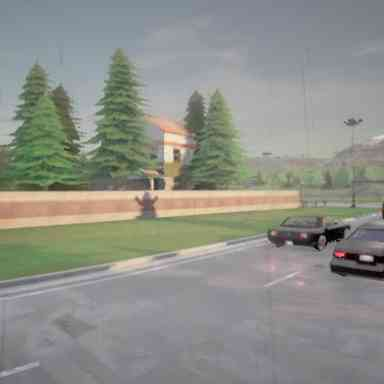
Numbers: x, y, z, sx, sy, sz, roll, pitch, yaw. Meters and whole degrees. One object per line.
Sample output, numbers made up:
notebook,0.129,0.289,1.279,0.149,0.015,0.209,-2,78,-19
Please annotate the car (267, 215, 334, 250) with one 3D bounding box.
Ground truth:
car,5.184,1.630,14.216,1.895,1.301,4.718,-1,-1,43

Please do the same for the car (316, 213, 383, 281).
car,5.620,1.540,9.415,2.033,1.411,5.357,-1,-1,42

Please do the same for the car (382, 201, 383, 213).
car,17.462,1.177,27.620,2.150,2.045,5.566,-1,-1,42
